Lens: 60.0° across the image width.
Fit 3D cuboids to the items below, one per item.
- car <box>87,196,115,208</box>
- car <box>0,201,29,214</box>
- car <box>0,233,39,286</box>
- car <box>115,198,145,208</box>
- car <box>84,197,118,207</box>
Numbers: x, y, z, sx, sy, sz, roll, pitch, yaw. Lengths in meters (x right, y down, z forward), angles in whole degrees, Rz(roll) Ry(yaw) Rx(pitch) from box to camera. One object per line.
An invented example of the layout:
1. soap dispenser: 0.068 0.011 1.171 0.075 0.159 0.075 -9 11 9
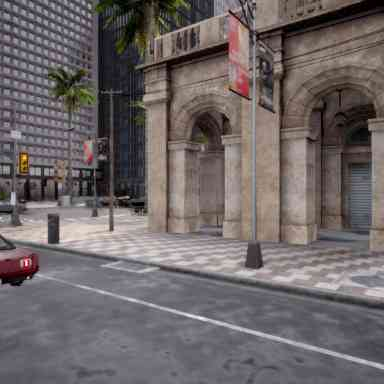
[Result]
1. car: -12.759 1.351 47.609 2.097 1.767 4.553 0 0 36
2. car: -19.079 1.548 32.826 2.033 1.411 5.357 0 0 35
3. car: -5.828 1.601 8.200 4.718 1.301 1.895 0 0 37
4. car: -8.317 1.601 47.785 1.895 1.301 4.718 0 0 36
5. car: -13.928 1.513 51.276 2.161 1.482 4.786 0 0 35
